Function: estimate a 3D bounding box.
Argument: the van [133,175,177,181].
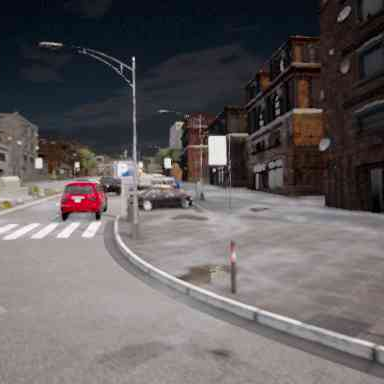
[{"bbox_3d":[-3.469,-0.385,33.146,4.442,1.987,1.878,-1,4,-28],"label":"van"}]

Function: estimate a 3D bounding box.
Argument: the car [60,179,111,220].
[{"bbox_3d":[-6.584,0.437,20.650,2.150,2.045,5.566,-1,3,-9],"label":"car"}]

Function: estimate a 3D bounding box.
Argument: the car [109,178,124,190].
[{"bbox_3d":[-11.086,-1.212,49.344,1.812,1.442,4.674,-1,4,-8],"label":"car"}]

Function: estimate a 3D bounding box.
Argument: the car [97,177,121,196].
[{"bbox_3d":[-9.144,-0.681,37.102,2.150,2.045,5.566,-1,4,-9],"label":"car"}]

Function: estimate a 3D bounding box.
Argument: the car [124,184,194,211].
[{"bbox_3d":[-2.218,0.461,24.091,4.892,1.521,2.231,-1,4,-28],"label":"car"}]

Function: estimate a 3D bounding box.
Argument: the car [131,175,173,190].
[{"bbox_3d":[-5.821,-1.437,48.126,5.566,2.045,2.435,-1,4,-28],"label":"car"}]

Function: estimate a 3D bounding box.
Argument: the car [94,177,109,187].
[{"bbox_3d":[-15.646,-1.796,57.722,1.837,1.490,4.892,-1,4,-9],"label":"car"}]

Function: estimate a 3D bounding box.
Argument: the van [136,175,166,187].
[{"bbox_3d":[-6.653,-1.824,54.180,4.442,1.987,1.878,-1,4,-28],"label":"van"}]

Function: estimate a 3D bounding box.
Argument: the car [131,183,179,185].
[{"bbox_3d":[-2.662,0.294,27.097,4.674,1.452,2.002,-1,5,-28],"label":"car"}]

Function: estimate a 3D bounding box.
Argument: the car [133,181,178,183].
[{"bbox_3d":[-3.281,0.050,30.008,5.366,1.575,1.946,-1,5,-28],"label":"car"}]

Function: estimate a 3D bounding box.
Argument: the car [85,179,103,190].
[{"bbox_3d":[-14.242,-1.143,48.485,1.812,1.442,4.674,-1,4,-8],"label":"car"}]

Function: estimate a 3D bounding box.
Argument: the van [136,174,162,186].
[{"bbox_3d":[-7.763,-2.230,60.070,4.442,1.987,1.878,-1,5,-28],"label":"van"}]

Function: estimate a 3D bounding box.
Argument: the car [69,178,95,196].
[{"bbox_3d":[-12.580,-0.619,38.268,2.097,1.767,4.553,-1,4,-9],"label":"car"}]
